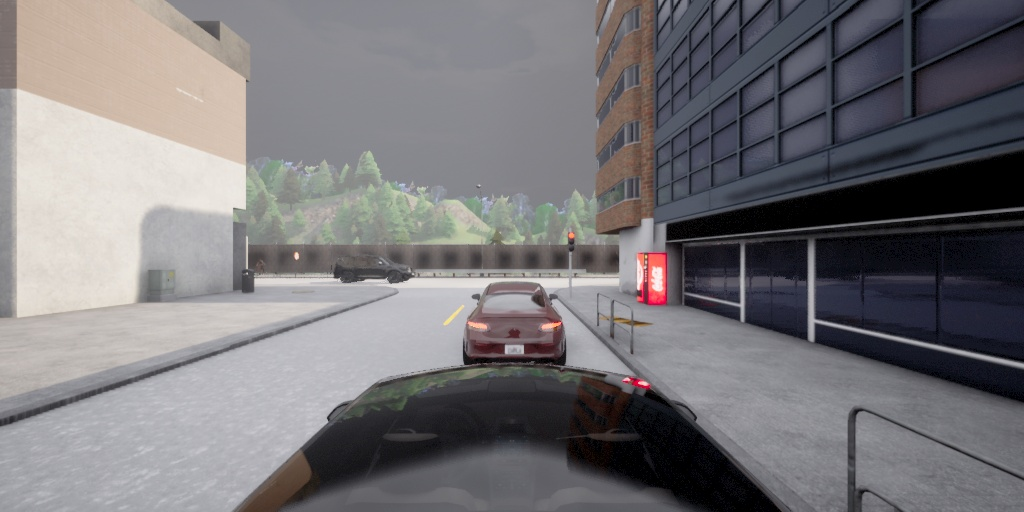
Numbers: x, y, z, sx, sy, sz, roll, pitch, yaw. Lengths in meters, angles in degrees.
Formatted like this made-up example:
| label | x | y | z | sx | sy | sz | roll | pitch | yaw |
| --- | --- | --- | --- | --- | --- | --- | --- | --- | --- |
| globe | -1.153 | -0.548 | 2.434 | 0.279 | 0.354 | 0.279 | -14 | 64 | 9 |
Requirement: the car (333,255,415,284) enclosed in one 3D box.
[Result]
| label | x | y | z | sx | sy | sz | roll | pitch | yaw |
| --- | --- | --- | --- | --- | --- | --- | --- | --- | --- |
| car | -9.989 | 0.966 | 26.087 | 5.566 | 2.045 | 2.150 | 0 | 0 | 0 |

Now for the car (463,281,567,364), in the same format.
| label | x | y | z | sx | sy | sz | roll | pitch | yaw |
| --- | --- | --- | --- | --- | --- | --- | --- | --- | --- |
| car | 0.058 | 1.274 | 7.825 | 1.812 | 1.442 | 4.674 | 0 | 0 | 1 |

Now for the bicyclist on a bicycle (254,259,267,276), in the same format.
| label | x | y | z | sx | sy | sz | roll | pitch | yaw |
| --- | --- | --- | --- | --- | --- | --- | --- | --- | --- |
| bicyclist on a bicycle | -24.187 | 1.091 | 34.496 | 0.582 | 1.620 | 1.656 | 0 | 0 | 0 |
